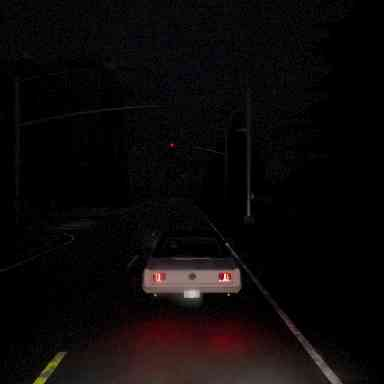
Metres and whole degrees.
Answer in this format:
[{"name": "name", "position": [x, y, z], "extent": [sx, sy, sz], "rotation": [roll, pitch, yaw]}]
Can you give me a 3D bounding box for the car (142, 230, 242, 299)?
[{"name": "car", "position": [-0.036, 1.601, 8.377], "extent": [1.895, 1.301, 4.718], "rotation": [0, 0, -1]}]
